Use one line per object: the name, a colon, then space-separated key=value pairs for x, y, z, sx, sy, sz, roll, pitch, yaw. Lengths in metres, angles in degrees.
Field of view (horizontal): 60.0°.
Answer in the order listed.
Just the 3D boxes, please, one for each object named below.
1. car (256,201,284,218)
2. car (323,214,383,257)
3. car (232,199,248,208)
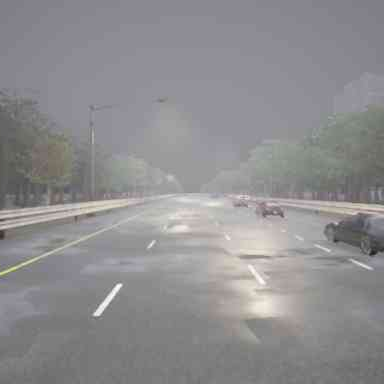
car: x=7.040 y=1.558 z=30.289 sx=1.812 sy=1.442 sz=4.674 roll=0 pitch=0 yaw=0
car: x=7.006 y=1.555 z=12.984 sx=2.033 sy=1.411 sz=5.357 roll=0 pitch=0 yaw=0
car: x=7.113 y=1.645 z=49.698 sx=1.895 sy=1.301 sz=4.718 roll=0 pitch=0 yaw=0
